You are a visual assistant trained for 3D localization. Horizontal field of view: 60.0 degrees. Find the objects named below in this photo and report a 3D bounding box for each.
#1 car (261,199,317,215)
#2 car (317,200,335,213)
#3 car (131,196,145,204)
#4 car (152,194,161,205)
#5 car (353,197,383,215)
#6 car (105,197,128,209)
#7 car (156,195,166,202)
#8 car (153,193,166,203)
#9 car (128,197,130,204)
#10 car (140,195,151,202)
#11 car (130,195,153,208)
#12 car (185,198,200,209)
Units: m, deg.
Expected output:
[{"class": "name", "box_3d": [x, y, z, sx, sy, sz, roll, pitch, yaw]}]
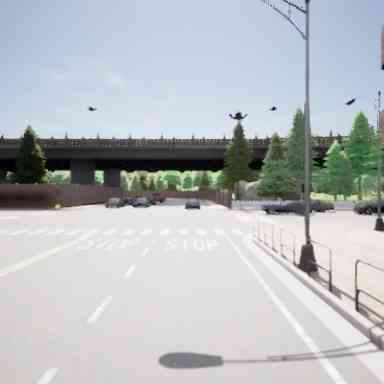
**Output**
[{"class": "car", "box_3d": [9.038, 1.517, 31.995, 4.718, 1.301, 1.895, 0, 0, 1]}, {"class": "car", "box_3d": [12.216, 1.461, 35.342, 5.357, 1.411, 2.033, 0, 0, 2]}, {"class": "car", "box_3d": [-10.505, 1.469, 64.877, 1.812, 1.442, 4.674, 0, 0, 0]}, {"class": "car", "box_3d": [-7.004, 1.498, 56.265, 2.033, 1.411, 5.357, 0, 0, 0]}, {"class": "car", "box_3d": [17.793, 1.269, 31.540, 4.553, 1.767, 2.097, 0, 0, 6]}, {"class": "car", "box_3d": [-10.562, 1.486, 45.901, 1.812, 1.442, 4.674, 0, 0, 0]}, {"class": "car", "box_3d": [-7.032, 1.486, 76.203, 1.994, 1.385, 4.181, 0, 0, 0]}, {"class": "car", "box_3d": [-7.005, 1.163, 66.360, 2.150, 2.045, 5.566, 0, 0, 0]}, {"class": "car", "box_3d": [-10.504, 1.516, 54.987, 1.994, 1.385, 4.181, 0, 0, 0]}, {"class": "car", "box_3d": [-10.522, 1.459, 75.202, 1.812, 1.442, 4.674, 0, 0, 0]}, {"class": "car", "box_3d": [-7.061, 1.523, 47.037, 1.994, 1.385, 4.181, 0, 0, 0]}, {"class": "car", "box_3d": [0.096, 1.525, 44.893, 1.994, 1.385, 4.181, 0, 0, 0]}]
